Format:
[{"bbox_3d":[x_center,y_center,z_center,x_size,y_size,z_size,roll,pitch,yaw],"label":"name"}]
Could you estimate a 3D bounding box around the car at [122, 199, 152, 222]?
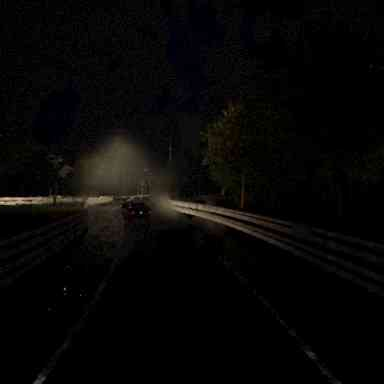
[{"bbox_3d":[-4.477,1.555,27.036,2.033,1.411,5.357,0,0,-17],"label":"car"}]
